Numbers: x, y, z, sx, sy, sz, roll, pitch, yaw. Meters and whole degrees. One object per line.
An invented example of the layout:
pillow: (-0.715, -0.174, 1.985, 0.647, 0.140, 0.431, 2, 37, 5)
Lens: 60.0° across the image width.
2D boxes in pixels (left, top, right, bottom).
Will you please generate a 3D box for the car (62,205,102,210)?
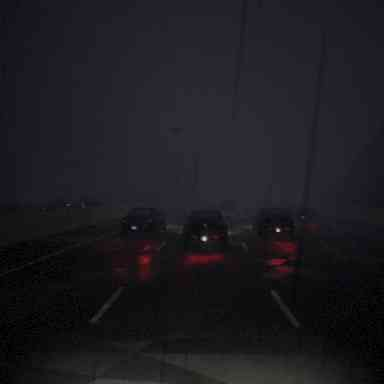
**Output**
car: (-11.106, 1.321, 34.637, 2.097, 1.767, 4.553, 1, 0, 10)

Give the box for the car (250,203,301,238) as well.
car: (4.430, 1.592, 18.495, 1.837, 1.490, 4.892, 0, 0, 6)

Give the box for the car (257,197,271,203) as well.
car: (12.483, 1.605, 57.309, 2.097, 1.767, 4.553, 1, 0, 18)

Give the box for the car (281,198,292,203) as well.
car: (17.082, 1.782, 59.975, 1.882, 1.535, 5.008, 0, 0, 19)

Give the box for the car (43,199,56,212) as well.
car: (-14.428, 1.432, 35.956, 2.128, 1.511, 4.902, 1, 0, 10)

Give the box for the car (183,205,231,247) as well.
car: (0.685, 1.547, 15.245, 1.837, 1.490, 4.892, 0, 0, 5)

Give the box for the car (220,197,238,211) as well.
car: (5.004, 1.750, 44.204, 1.895, 1.301, 4.718, 0, 0, 14)

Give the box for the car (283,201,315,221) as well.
car: (9.438, 1.761, 29.356, 1.895, 1.301, 4.718, 1, 0, 9)

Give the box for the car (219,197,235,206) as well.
car: (6.529, 1.708, 61.536, 1.837, 1.490, 4.892, 0, -1, 19)

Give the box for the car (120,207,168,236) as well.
car: (-2.568, 1.542, 18.390, 1.812, 1.442, 4.674, 0, 0, 6)
